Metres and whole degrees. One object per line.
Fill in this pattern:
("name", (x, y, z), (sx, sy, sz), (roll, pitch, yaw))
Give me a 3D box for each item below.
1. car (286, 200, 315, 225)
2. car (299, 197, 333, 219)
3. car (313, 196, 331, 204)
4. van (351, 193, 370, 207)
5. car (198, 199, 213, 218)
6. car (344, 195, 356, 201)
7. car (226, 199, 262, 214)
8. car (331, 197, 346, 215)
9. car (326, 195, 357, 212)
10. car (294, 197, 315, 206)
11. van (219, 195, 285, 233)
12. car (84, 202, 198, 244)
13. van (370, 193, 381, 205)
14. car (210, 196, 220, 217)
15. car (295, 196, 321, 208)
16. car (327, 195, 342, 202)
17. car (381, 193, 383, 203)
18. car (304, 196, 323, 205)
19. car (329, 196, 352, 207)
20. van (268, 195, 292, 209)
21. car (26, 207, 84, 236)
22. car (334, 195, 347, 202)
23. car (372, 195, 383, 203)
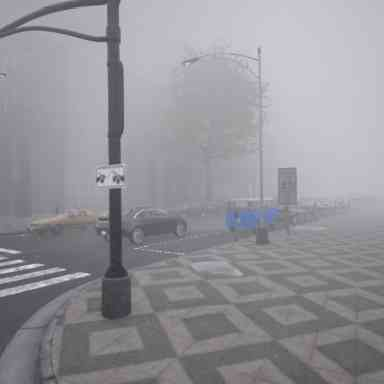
("car", (6.582, 1.422, 22.761), (1.947, 1.339, 4.313), (-1, 0, 36))
("car", (9.745, 1.385, 27.153), (1.887, 1.381, 4.507), (-1, 0, 36))
("car", (24.259, 1.453, 61.889), (2.008, 1.369, 4.403), (-1, -1, 36))
("van", (22.397, 1.127, 44.725), (1.690, 1.788, 3.998), (-1, 0, 36))
("car", (-0.470, 1.552, 27.555), (1.887, 1.381, 4.507), (-1, 0, 36))
("car", (39.574, 1.401, 83.153), (2.008, 1.369, 4.403), (-1, -1, 36))
("car", (5.713, 1.529, 36.139), (2.008, 1.369, 4.403), (-1, 0, 36))
("car", (12.909, 1.408, 31.546), (1.802, 1.307, 4.206), (-1, 0, 36))
("car", (16.073, 1.363, 35.938), (2.008, 1.369, 4.403), (-1, 0, 36))
("car", (18.076, 1.492, 53.305), (1.947, 1.339, 4.313), (-1, 0, 36))
("van", (3.416, 1.213, 18.370), (1.690, 1.788, 3.998), (-1, 0, 36))
("car", (-2.142, 1.429, 15.379), (2.128, 1.511, 4.902), (-1, -1, 36))
("van", (28.724, 1.103, 53.511), (1.690, 1.788, 3.998), (-1, -1, 36))
("car", (2.618, 1.307, 31.848), (2.192, 1.841, 5.009), (-1, 0, 36))
("car", (15.996, 1.387, 45.696), (2.128, 1.511, 4.902), (-1, -1, 36))
("car", (30.028, 1.433, 69.900), (2.008, 1.369, 4.403), (-1, -1, 36))
("car", (31.990, 1.275, 58.039), (1.752, 1.417, 4.829), (-1, -1, 36))
("car", (21.068, 1.440, 57.460), (1.752, 1.417, 4.829), (-1, -1, 36))
("car", (21.839, 1.376, 48.674), (2.033, 1.411, 5.357), (-1, -1, 36))
("van", (11.891, 1.292, 44.723), (1.690, 1.788, 3.998), (-1, 0, 36))
("car", (-6.757, 1.564, 18.835), (1.752, 1.417, 4.829), (-1, 0, 36))
("car", (33.210, 1.416, 74.317), (1.887, 1.381, 4.507), (-1, -1, 36))
("car", (35.055, 1.304, 62.294), (1.947, 1.339, 4.313), (-1, -1, 36))
